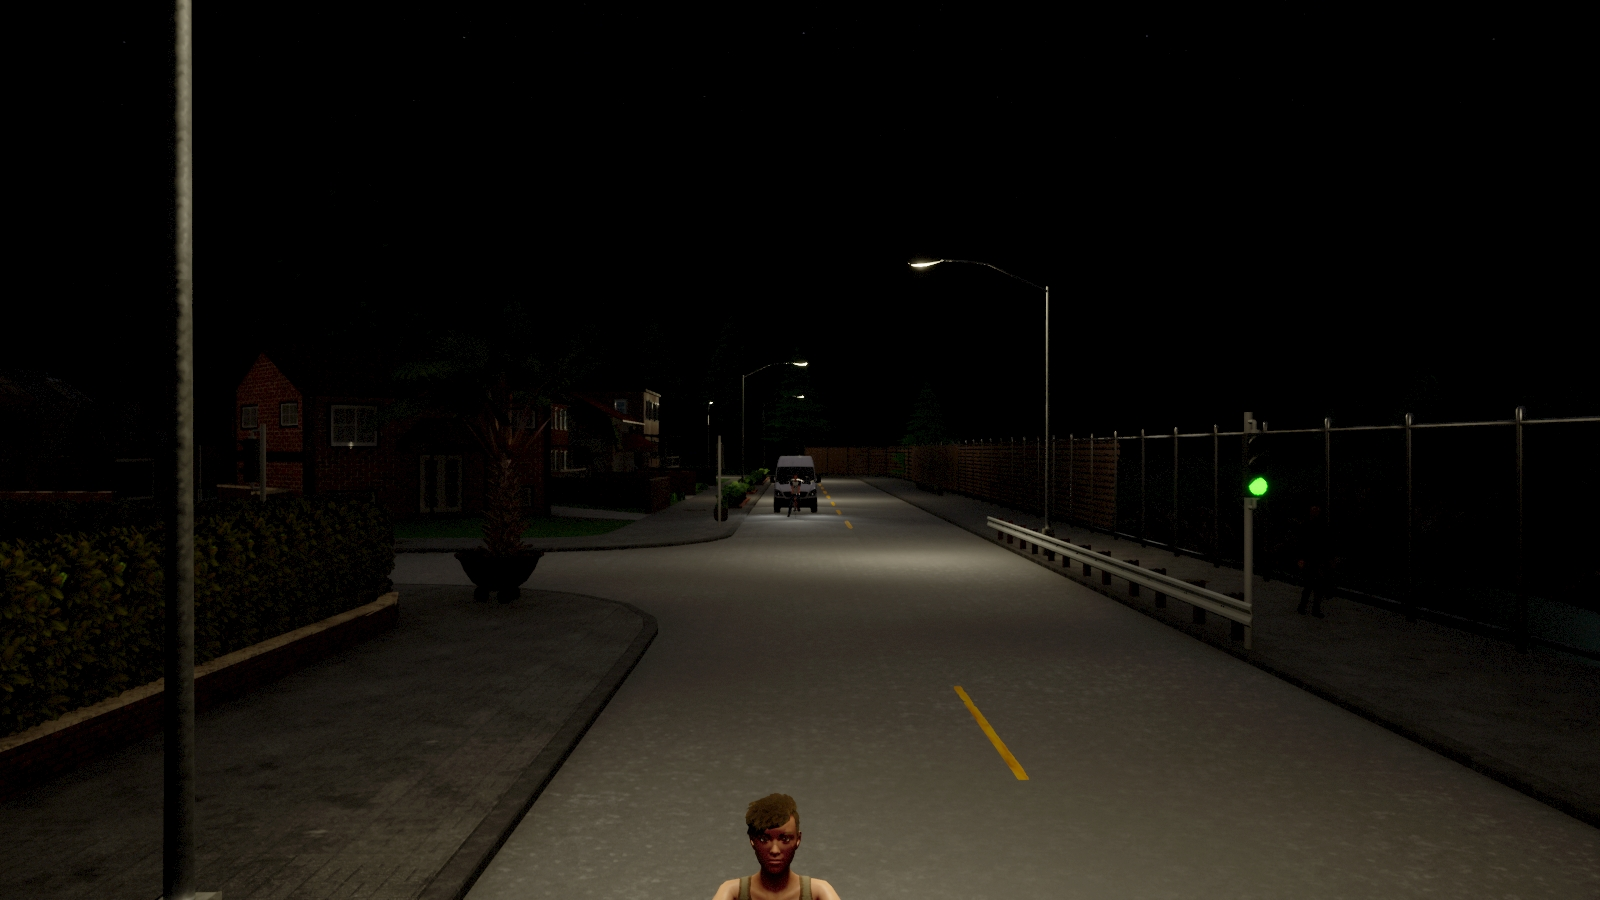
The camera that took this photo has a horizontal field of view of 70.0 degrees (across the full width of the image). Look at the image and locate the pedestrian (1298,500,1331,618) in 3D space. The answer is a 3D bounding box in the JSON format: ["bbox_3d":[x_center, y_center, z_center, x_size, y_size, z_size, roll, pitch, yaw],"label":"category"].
[{"bbox_3d":[8.301,1.751,18.444,0.375,1.860,0.375,0,0,1],"label":"pedestrian"}]

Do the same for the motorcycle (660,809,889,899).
[{"bbox_3d":[-0.084,2.157,3.590,0.764,1.307,2.356,0,0,-1],"label":"motorcycle"}]
